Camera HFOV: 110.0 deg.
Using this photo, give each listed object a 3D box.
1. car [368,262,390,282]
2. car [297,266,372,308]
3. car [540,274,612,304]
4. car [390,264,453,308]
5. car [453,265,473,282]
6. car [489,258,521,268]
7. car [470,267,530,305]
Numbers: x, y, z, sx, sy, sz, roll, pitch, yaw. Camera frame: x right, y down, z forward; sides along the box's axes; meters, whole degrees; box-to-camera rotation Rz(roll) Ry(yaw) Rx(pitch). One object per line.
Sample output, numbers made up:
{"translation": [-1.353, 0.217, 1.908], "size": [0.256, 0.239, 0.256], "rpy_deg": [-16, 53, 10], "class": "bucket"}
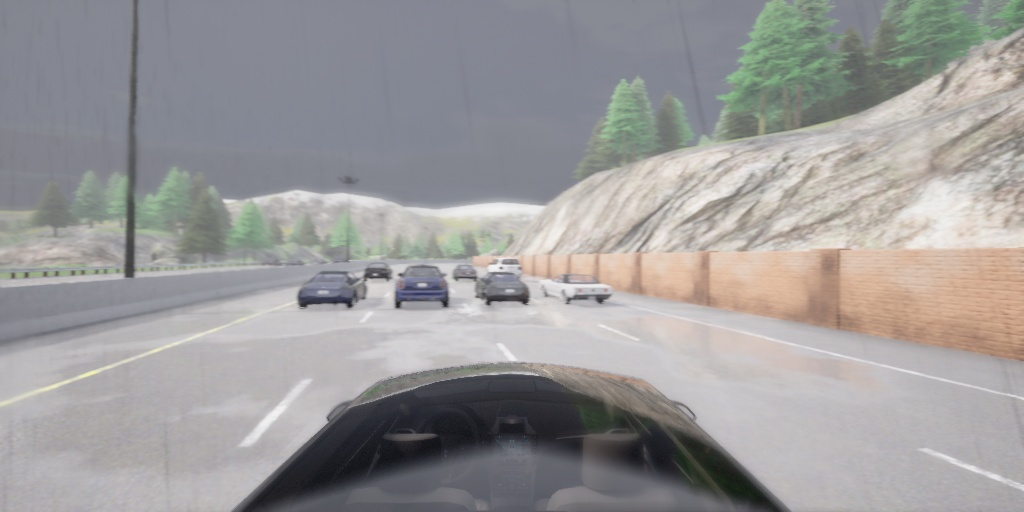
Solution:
{"translation": [-11.020, 1.261, 29.780], "size": [1.882, 1.535, 5.008], "rpy_deg": [1, 0, -14], "class": "car"}
{"translation": [-7.365, 1.299, 15.047], "size": [1.994, 1.385, 4.181], "rpy_deg": [1, 0, -14], "class": "car"}
{"translation": [2.871, 1.501, 17.383], "size": [1.895, 1.301, 4.718], "rpy_deg": [1, 0, -14], "class": "car"}
{"translation": [-3.912, 1.139, 15.675], "size": [2.097, 1.767, 4.553], "rpy_deg": [1, -1, -14], "class": "car"}
{"translation": [-4.113, 1.439, 30.984], "size": [2.033, 1.411, 5.357], "rpy_deg": [1, 0, -14], "class": "car"}
{"translation": [-0.717, 1.164, 31.851], "size": [2.150, 2.045, 5.566], "rpy_deg": [1, 0, -14], "class": "car"}
{"translation": [-0.563, 1.409, 16.700], "size": [1.994, 1.385, 4.181], "rpy_deg": [1, 0, -14], "class": "car"}
